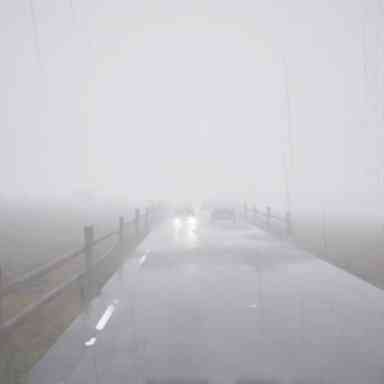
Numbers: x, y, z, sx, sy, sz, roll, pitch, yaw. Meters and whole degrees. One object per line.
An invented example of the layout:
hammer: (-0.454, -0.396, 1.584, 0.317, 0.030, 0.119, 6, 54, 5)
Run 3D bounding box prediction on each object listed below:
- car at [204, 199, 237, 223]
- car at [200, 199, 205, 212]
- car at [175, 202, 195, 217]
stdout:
car: (2.268, 1.497, 25.933, 1.882, 1.535, 5.008, 1, 0, -1)
car: (1.966, 1.552, 39.899, 2.128, 1.511, 4.902, 1, 0, 0)
car: (-0.665, 1.605, 31.839, 1.895, 1.301, 4.718, 1, 0, -1)
